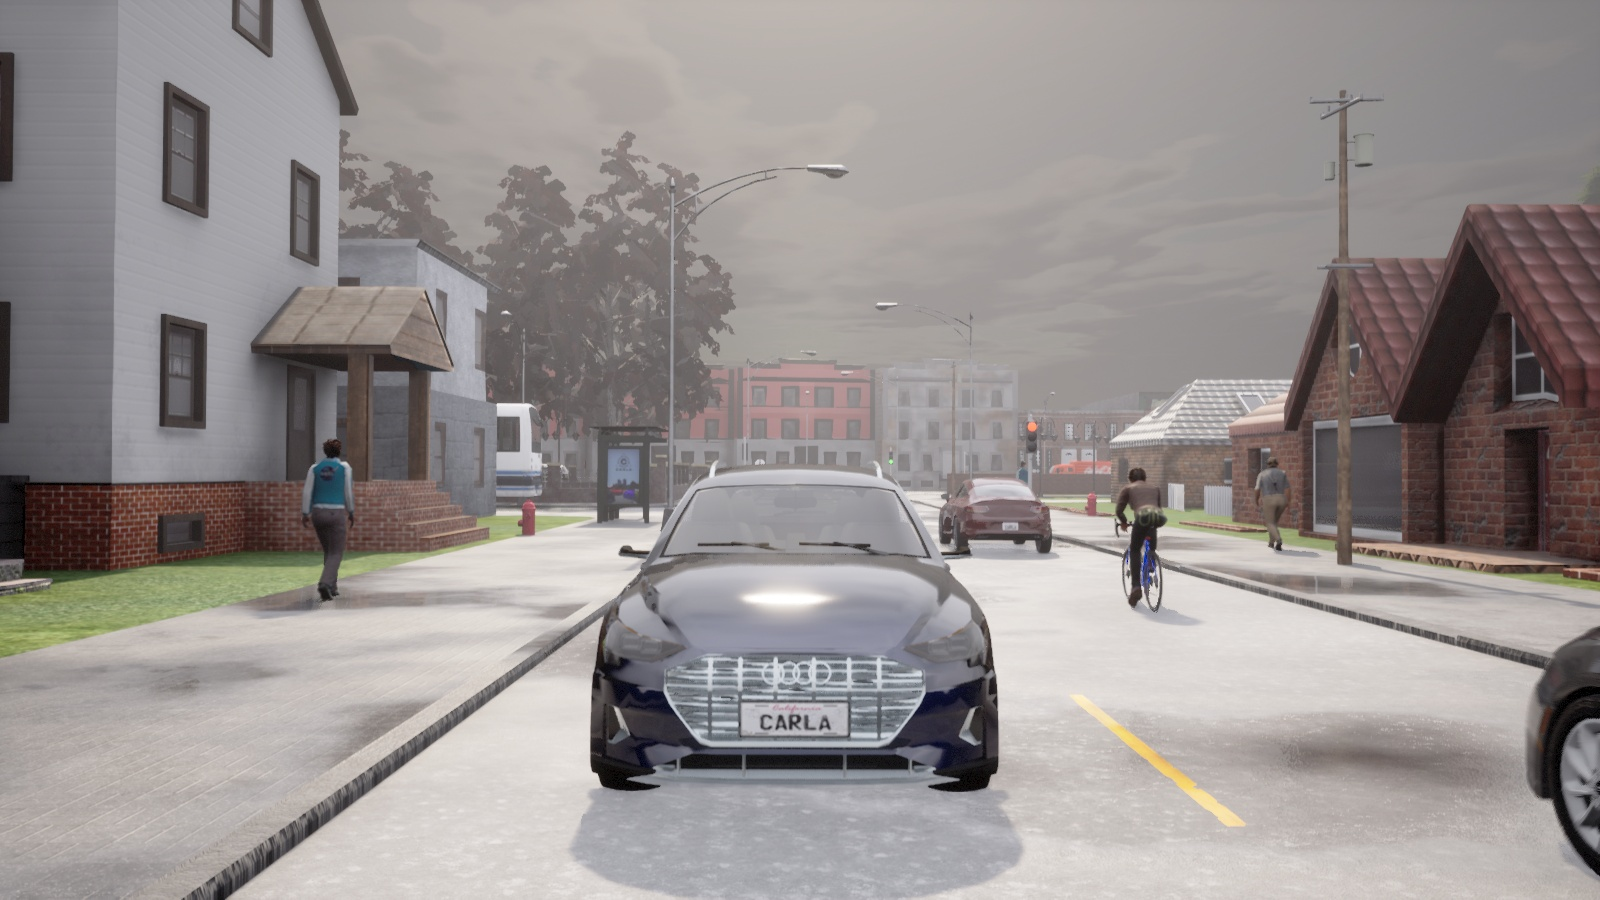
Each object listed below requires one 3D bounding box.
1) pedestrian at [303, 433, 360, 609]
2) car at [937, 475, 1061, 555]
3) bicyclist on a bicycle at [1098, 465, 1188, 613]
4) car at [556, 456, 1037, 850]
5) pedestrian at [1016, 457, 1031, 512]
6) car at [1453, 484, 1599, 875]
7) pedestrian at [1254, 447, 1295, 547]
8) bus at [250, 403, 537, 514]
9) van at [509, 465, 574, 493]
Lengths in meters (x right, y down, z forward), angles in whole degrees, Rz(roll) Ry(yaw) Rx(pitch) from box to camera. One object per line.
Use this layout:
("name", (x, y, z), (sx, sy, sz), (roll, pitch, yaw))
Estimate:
("pedestrian", (-5.263, 0.781, 14.131), (0.396, 1.930, 0.692), (0, -1, -1))
("car", (3.922, 1.250, 25.526), (1.812, 1.442, 4.674), (0, -1, 1))
("bicyclist on a bicycle", (3.958, 0.995, 14.606), (0.582, 1.620, 1.656), (0, -1, 0))
("car", (-0.021, 0.871, 7.751), (2.033, 1.649, 4.856), (0, 0, 0))
("pedestrian", (8.008, 1.239, 45.094), (0.396, 1.930, 0.692), (0, -1, -1))
("car", (3.991, 0.861, 3.436), (1.837, 1.490, 4.892), (0, -1, 0))
("pedestrian", (8.929, 0.883, 23.652), (0.540, 1.848, 0.694), (0, -1, 5))
("bus", (-16.068, 0.343, 50.439), (10.273, 4.253, 3.944), (0, -1, -4))
("van", (-19.657, 2.209, 95.546), (4.480, 2.038, 2.069), (0, -1, 0))
